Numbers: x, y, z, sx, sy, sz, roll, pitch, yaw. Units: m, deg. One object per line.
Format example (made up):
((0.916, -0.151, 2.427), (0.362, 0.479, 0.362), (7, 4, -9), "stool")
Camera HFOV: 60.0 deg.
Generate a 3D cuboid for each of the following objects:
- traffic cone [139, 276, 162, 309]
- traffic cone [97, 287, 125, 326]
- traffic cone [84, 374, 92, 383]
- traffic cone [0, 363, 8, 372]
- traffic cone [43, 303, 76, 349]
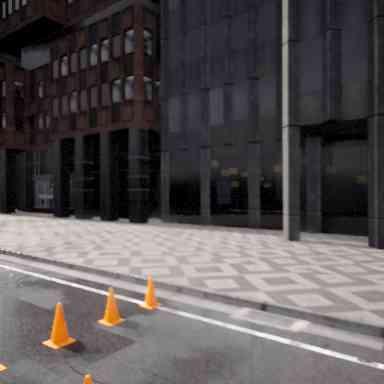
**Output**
((-0.828, 1.966, 6.625), (0.340, 0.580, 0.340), (0, 0, 36), "traffic cone")
((-1.410, 1.965, 5.812), (0.340, 0.580, 0.340), (0, 0, 36), "traffic cone")
((-0.948, 1.960, 3.022), (0.340, 0.580, 0.340), (0, 0, 36), "traffic cone")
((-2.574, 1.963, 4.186), (0.340, 0.580, 0.340), (0, 0, 36), "traffic cone")
((-1.992, 1.964, 4.999), (0.340, 0.580, 0.340), (0, 0, 36), "traffic cone")
